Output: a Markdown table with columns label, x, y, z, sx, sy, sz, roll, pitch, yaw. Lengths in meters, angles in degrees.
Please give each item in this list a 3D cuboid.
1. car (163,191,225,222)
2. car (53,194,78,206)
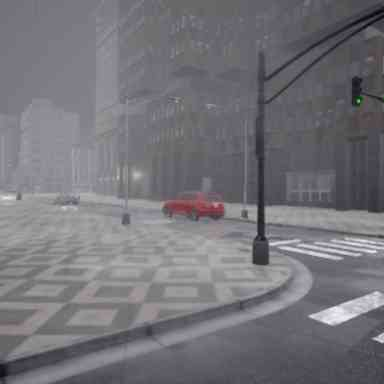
| label | x | y | z | sx | sy | sz | roll | pitch | yaw |
| --- | --- | --- | --- | --- | --- | --- | --- | --- | --- |
| car | 0.042 | 0.972 | 24.079 | 2.150 | 2.045 | 5.566 | 0 | 1 | -35 |
| car | -15.448 | 0.944 | 40.553 | 2.033 | 1.411 | 5.357 | 1 | 1 | -35 |
